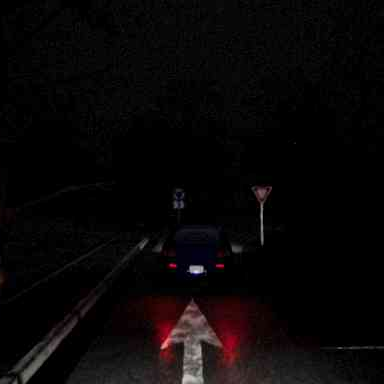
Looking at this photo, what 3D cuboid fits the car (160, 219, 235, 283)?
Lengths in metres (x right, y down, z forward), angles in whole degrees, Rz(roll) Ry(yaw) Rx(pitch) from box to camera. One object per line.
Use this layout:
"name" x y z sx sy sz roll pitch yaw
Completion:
"car" 0.175 1.513 9.557 1.812 1.442 4.674 0 0 2

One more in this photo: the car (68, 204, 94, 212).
"car" -13.567 1.780 41.847 4.718 1.301 1.895 2 -2 3
